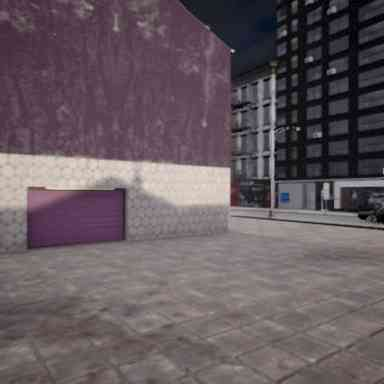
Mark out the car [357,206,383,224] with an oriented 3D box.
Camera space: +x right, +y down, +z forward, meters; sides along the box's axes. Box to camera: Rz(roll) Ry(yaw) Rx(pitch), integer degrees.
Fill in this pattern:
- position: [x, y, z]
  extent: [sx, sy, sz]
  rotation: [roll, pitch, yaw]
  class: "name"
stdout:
- position: [13.699, 1.588, 21.976]
  extent: [1.895, 1.301, 4.718]
  rotation: [0, 0, -36]
  class: "car"
